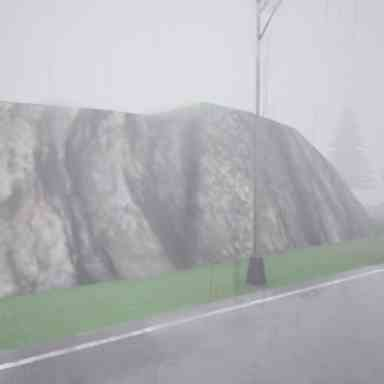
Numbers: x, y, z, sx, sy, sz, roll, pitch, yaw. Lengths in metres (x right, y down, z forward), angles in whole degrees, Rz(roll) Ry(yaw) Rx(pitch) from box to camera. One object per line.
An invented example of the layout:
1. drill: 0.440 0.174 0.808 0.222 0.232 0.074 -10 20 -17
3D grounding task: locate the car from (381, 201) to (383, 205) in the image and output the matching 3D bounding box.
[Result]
1. car: 42.397 2.471 71.293 5.008 1.535 1.882 1 -1 -36
